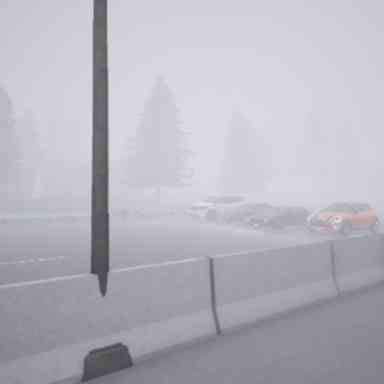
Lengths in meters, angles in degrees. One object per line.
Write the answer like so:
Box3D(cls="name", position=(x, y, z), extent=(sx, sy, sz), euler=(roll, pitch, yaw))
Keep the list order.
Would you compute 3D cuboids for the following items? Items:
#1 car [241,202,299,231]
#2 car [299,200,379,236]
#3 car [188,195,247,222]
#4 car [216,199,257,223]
Box3D(cls="car", position=(5.920, 1.561, 21.110), extent=(5.357, 1.411, 2.033), euler=(0, 0, -35))
Box3D(cls="car", position=(8.464, 1.366, 18.623), extent=(4.553, 1.767, 2.097), euler=(0, 0, -35))
Box3D(cls="car", position=(2.322, 1.238, 27.140), extent=(5.566, 2.045, 2.150), euler=(0, 0, -36))
Box3D(cls="car", position=(4.375, 1.519, 24.305), extent=(4.892, 1.490, 1.837), euler=(0, 0, -35))
